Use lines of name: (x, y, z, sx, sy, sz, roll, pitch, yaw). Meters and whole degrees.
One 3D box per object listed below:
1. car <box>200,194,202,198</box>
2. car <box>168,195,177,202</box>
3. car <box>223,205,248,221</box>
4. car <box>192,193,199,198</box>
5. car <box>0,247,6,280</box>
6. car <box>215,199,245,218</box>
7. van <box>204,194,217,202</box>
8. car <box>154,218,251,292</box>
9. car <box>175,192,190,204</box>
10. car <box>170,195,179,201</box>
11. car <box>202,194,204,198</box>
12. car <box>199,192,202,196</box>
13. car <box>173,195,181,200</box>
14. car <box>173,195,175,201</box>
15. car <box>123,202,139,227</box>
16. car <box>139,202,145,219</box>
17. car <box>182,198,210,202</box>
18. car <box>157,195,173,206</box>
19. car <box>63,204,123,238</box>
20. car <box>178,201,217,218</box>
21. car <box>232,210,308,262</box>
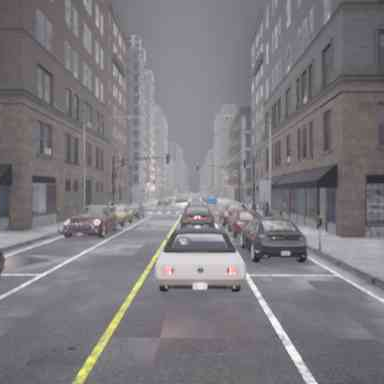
car: (3.514, 1.565, 78.219, 1.802, 1.307, 4.206, 0, 0, 1)
car: (-4.512, 1.508, 78.135, 1.752, 1.417, 4.829, 0, 0, 1)
car: (2.821, 1.580, 17.379, 1.802, 1.307, 4.206, 0, 0, 1)
car: (0.956, 1.507, 85.237, 2.033, 1.411, 5.357, 0, 0, 1)
car: (-5.329, 1.581, 6.426, 1.802, 1.307, 4.206, 0, 0, 1)
car: (2.884, 1.437, 22.898, 1.967, 1.590, 4.097, 0, 0, 1)
van: (3.255, 1.332, 55.496, 1.690, 1.788, 3.998, 0, 0, 1)
car: (0.191, 1.600, 8.885, 1.895, 1.301, 4.718, 0, 0, 1)
car: (-2.057, 1.340, 65.304, 2.097, 1.767, 4.553, 0, 0, 1)
car: (-4.446, 1.543, 83.986, 1.947, 1.339, 4.313, 0, 0, 1)
car: (3.385, 1.570, 66.857, 1.802, 1.307, 4.206, 0, 0, 1)
car: (3.579, 1.293, 83.900, 2.192, 1.841, 5.009, 0, 0, 1)
car: (-4.316, 1.533, 95.349, 1.947, 1.339, 4.313, 0, 0, 1)
car: (-4.705, 1.534, 61.260, 1.887, 1.381, 4.507, 0, 0, 1)
car: (-5.142, 1.522, 22.810, 1.752, 1.417, 4.829, 0, 0, 1)
car: (-5.078, 1.547, 28.499, 2.008, 1.369, 4.403, 0, 0, 1)
car: (0.309, 1.501, 28.335, 1.837, 1.490, 4.892, 0, 0, 1)
car: (-4.769, 1.541, 55.578, 2.008, 1.369, 4.403, 0, 0, 1)
car: (-5.203, 1.438, 17.463, 1.967, 1.590, 4.097, 0, 0, 1)
car: (0.306, 1.502, 18.997, 1.837, 1.490, 4.892, 0, 0, 1)
car: (2.759, 1.549, 11.860, 2.008, 1.369, 4.403, 0, 0, 1)
